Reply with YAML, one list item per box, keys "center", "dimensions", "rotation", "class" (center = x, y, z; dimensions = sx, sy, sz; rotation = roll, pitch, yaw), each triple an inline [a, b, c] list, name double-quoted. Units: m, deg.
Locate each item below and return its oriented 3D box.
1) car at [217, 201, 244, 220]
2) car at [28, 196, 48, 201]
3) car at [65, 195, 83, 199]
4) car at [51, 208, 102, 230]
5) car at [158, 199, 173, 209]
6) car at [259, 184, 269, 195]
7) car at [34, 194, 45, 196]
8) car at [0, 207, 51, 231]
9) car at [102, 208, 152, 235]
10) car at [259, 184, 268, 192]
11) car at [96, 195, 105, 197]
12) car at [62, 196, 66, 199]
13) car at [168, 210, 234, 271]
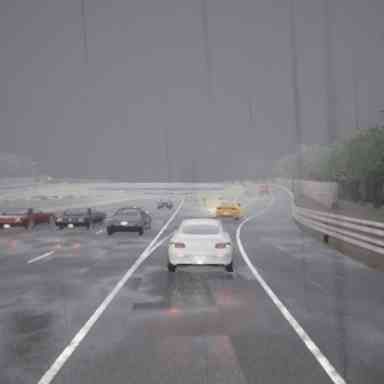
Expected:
- center: [3.418, 1.564, 29.177]
  dimensions: [1.882, 1.535, 5.008]
  rotation: [1, 0, 16]
  class: "car"
- center: [-21.160, 1.582, 45.116]
  dimensions: [1.812, 1.442, 4.674]
  rotation: [0, 0, 0]
  class: "car"
- center: [-21.205, 1.524, 61.537]
  dimensions: [1.812, 1.442, 4.674]
  rotation: [0, 0, 0]
  class: "car"
- center: [-6.900, 1.628, 21.150]
  dimensions: [1.895, 1.301, 4.718]
  rotation: [0, 0, 0]
  class: "car"
- center: [-3.581, 1.661, 45.904]
  dimensions: [1.895, 1.301, 4.718]
  rotation: [0, 0, 0]
  class: "car"
- center: [17.571, -0.462, 80.659]
  dimensions: [2.150, 2.045, 5.566]
  rotation: [0, 3, 11]
  class: "car"
- center: [-28.199, 1.355, 60.903]
  dimensions: [2.097, 1.767, 4.553]
  rotation: [0, 0, 0]
  class: "car"
- center: [-10.400, 1.628, 20.974]
  dimensions: [1.895, 1.301, 4.718]
  rotation: [0, 0, 0]
  class: "car"
- center: [-3.499, 1.589, 19.144]
  dimensions: [1.994, 1.385, 4.181]
  rotation: [0, 0, 0]
  class: "car"
- center: [19.621, -1.150, 90.953]
  dimensions: [2.150, 2.045, 5.566]
  rotation: [0, 3, 10]
  class: "car"
- center: [-21.362, 1.413, 77.168]
  dimensions: [1.837, 1.490, 4.892]
  rotation: [0, 0, -1]
  class: "car"
- center: [-28.357, 1.413, 76.692]
  dimensions: [1.837, 1.490, 4.892]
  rotation: [0, 0, -1]
  class: "car"
- center: [0.316, 1.540, 10.820]
  dimensions: [1.812, 1.442, 4.674]
  rotation: [0, 0, 3]
  class: "car"
